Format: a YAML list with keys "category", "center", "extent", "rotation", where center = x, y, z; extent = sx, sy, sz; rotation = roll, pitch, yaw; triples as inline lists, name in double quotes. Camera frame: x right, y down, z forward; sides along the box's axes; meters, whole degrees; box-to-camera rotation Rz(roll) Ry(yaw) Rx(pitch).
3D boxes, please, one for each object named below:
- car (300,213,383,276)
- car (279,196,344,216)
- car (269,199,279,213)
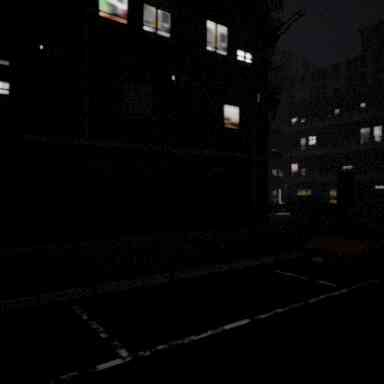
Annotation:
- category: "car"
  center: [5.337, 1.515, 10.369]
  extent: [4.829, 1.417, 1.752]
  rotation: [0, 0, -36]
- category: "car"
  center: [10.335, 1.239, 28.163]
  extent: [2.192, 1.841, 5.009]
  rotation: [0, 0, -36]
- category: "car"
  center: [7.750, 1.443, 36.141]
  extent: [2.033, 1.411, 5.357]
  rotation: [0, 0, -36]
